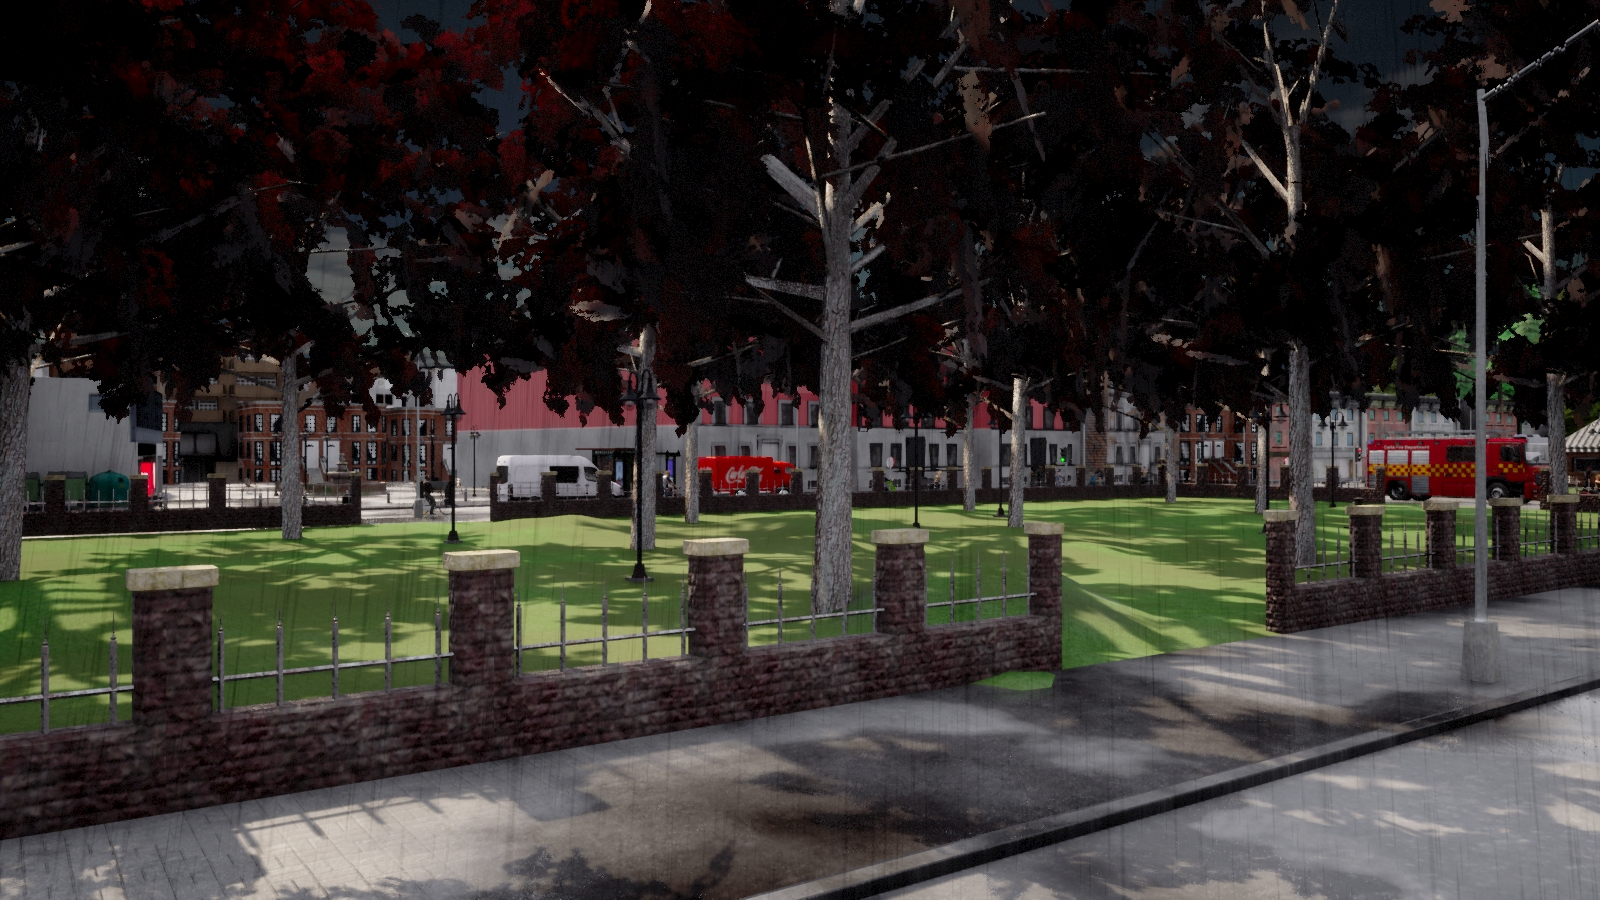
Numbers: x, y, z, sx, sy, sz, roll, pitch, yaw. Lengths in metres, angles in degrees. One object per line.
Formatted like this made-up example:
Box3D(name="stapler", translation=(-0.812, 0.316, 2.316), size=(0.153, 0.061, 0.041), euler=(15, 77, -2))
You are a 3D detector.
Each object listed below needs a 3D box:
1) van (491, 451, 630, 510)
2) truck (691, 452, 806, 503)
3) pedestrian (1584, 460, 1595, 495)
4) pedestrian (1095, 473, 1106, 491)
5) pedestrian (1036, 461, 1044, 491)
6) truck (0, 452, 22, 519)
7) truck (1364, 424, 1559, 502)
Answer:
Box3D(name="van", translation=(-10.854, 1.306, 52.106), size=(5.915, 2.561, 1.988), euler=(0, 0, -35))
Box3D(name="truck", translation=(-2.582, 1.335, 57.891), size=(5.204, 2.467, 2.627), euler=(0, 0, -35))
Box3D(name="pedestrian", translation=(43.175, 1.496, 62.493), size=(0.375, 1.860, 0.375), euler=(0, 0, -27))
Box3D(name="pedestrian", translation=(18.605, 1.986, 70.638), size=(0.500, 1.100, 0.500), euler=(0, 0, 38))
Box3D(name="pedestrian", translation=(14.978, 1.607, 71.354), size=(0.375, 1.860, 0.375), euler=(0, 0, -18))
Box3D(name="truck", translation=(-31.916, 1.340, 42.195), size=(5.204, 2.467, 2.627), euler=(-1, 0, -35))
Box3D(name="truck", translation=(34.631, 0.645, 60.204), size=(2.891, 3.827, 8.468), euler=(0, 0, -34))
